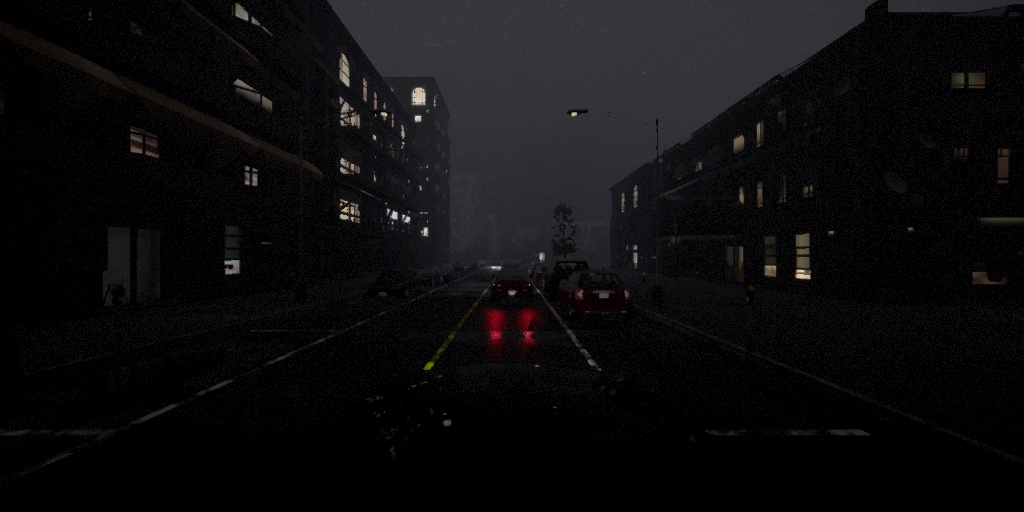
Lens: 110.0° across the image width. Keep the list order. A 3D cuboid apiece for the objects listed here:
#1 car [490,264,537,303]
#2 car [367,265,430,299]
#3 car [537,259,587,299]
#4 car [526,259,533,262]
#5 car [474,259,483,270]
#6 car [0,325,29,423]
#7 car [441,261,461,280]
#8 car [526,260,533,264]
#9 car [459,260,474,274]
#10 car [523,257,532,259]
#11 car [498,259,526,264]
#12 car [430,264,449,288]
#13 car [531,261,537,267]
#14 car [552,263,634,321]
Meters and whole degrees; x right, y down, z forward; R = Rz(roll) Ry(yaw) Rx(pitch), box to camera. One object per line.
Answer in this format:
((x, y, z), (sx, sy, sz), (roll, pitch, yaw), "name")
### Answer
((0.000, 1.281, 16.501), (1.812, 1.442, 4.674), (0, 0, 0), "car")
((-5.690, 1.313, 17.968), (1.948, 1.339, 4.313), (0, 0, 0), "car")
((2.691, 1.062, 17.968), (2.192, 1.841, 5.009), (0, 0, 0), "car")
((2.690, 1.317, 40.121), (2.007, 1.370, 4.403), (0, 0, 0), "car")
((-5.690, 1.222, 51.200), (1.967, 1.591, 4.097), (0, 0, 0), "car")
((-5.690, 1.061, 1.348), (2.192, 1.841, 5.009), (0, 0, 0), "car")
((-5.690, 1.303, 29.044), (2.007, 1.370, 4.403), (0, 0, 0), "car")
((2.690, 1.325, 34.583), (1.948, 1.339, 4.313), (0, 0, 0), "car")
((-5.691, 1.206, 40.121), (1.967, 1.591, 4.097), (0, 0, 0), "car")
((2.690, 1.315, 56.910), (1.751, 1.417, 4.829), (0, 0, 0), "car")
((0.000, 1.241, 31.501), (1.882, 1.535, 5.008), (0, 0, 0), "car")
((-5.690, 1.300, 23.506), (2.007, 1.370, 4.403), (0, 0, 0), "car")
((2.690, 1.335, 29.043), (1.802, 1.307, 4.207), (0, 0, 0), "car")
((2.690, 1.187, 12.428), (1.967, 1.591, 4.097), (0, 0, 0), "car")
